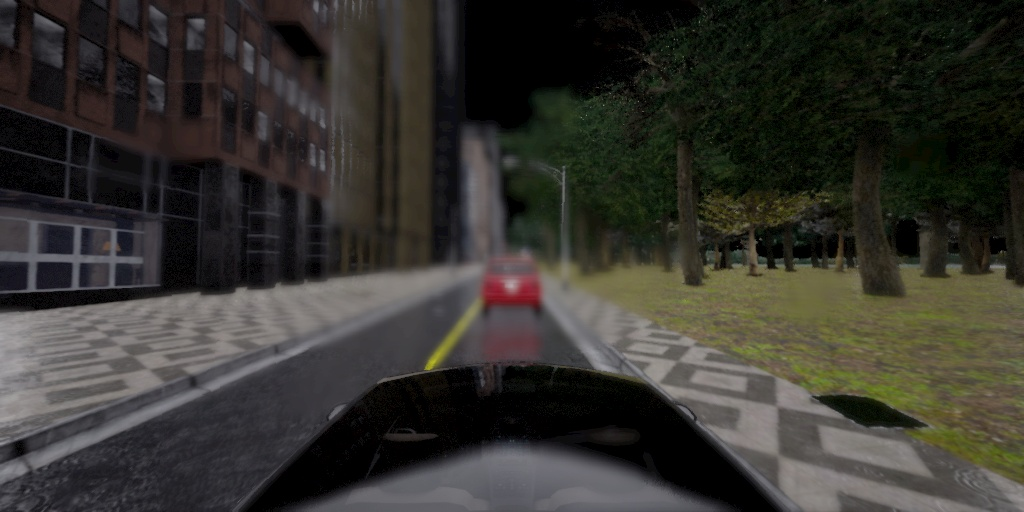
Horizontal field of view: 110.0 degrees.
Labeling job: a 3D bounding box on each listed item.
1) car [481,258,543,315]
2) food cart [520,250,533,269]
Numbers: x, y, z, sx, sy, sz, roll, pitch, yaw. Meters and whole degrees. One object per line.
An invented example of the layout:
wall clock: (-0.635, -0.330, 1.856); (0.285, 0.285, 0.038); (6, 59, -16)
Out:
car: (0.010, 1.111, 14.437); (2.150, 2.045, 5.566); (0, 0, 0)
food cart: (3.147, 0.856, 64.249); (2.280, 3.560, 4.660); (0, 0, 0)
